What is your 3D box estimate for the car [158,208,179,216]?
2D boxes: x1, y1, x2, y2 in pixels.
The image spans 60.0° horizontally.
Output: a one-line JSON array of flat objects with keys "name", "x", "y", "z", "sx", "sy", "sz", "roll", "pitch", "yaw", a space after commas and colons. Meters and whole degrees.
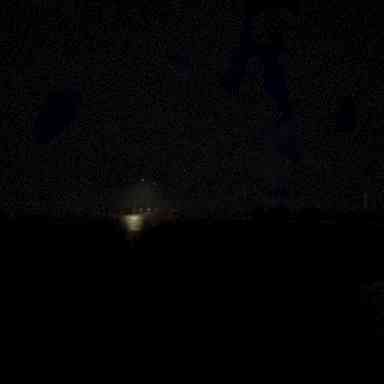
[{"name": "car", "x": -4.122, "y": 3.465, "z": 58.320, "sx": 1.882, "sy": 1.535, "sz": 5.008, "roll": 2, "pitch": -3, "yaw": -35}]

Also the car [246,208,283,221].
[{"name": "car", "x": 8.673, "y": 2.667, "z": 40.201, "sx": 1.837, "sy": 1.490, "sz": 4.892, "roll": 2, "pitch": -3, "yaw": -35}]
